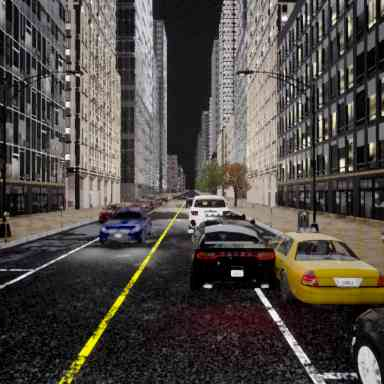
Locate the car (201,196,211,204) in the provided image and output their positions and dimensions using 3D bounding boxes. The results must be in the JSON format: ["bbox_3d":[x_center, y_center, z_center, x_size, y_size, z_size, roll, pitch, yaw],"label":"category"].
[{"bbox_3d":[2.753,1.451,64.817,1.752,1.417,4.829,1,0,0],"label":"car"}]

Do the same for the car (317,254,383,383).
[{"bbox_3d":[2.697,1.551,2.222,2.008,1.369,4.403,0,0,0],"label":"car"}]

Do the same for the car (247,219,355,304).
[{"bbox_3d":[2.702,1.524,8.069,1.752,1.417,4.829,0,0,0],"label":"car"}]

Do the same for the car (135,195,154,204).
[{"bbox_3d":[-5.652,1.416,36.293,1.967,1.590,4.097,0,0,0],"label":"car"}]

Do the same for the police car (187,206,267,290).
[{"bbox_3d":[0.907,1.424,9.246,1.930,1.638,5.238,0,0,0],"label":"police car"}]

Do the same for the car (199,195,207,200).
[{"bbox_3d":[2.773,1.410,87.346,1.887,1.381,4.507,1,0,0],"label":"car"}]

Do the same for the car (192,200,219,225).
[{"bbox_3d":[0.921,1.466,25.136,1.882,1.535,5.008,0,0,0],"label":"car"}]

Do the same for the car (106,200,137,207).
[{"bbox_3d":[-5.663,1.533,24.940,1.887,1.381,4.507,0,0,0],"label":"car"}]

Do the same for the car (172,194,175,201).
[{"bbox_3d":[-5.617,1.338,76.021,1.967,1.590,4.097,1,0,0],"label":"car"}]

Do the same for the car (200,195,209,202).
[{"bbox_3d":[2.763,1.463,75.996,1.947,1.339,4.313,1,0,0],"label":"car"}]

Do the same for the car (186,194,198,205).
[{"bbox_3d":[0.051,1.289,59.590,2.097,1.767,4.553,0,0,0],"label":"car"}]

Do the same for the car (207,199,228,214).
[{"bbox_3d":[2.727,1.542,36.273,1.947,1.339,4.313,0,0,0],"label":"car"}]

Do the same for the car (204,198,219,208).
[{"bbox_3d":[2.737,1.542,47.622,1.802,1.307,4.206,1,0,0],"label":"car"}]

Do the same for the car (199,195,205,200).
[{"bbox_3d":[2.778,1.430,93.019,1.802,1.307,4.206,1,0,0],"label":"car"}]

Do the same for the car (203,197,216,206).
[{"bbox_3d":[2.743,1.532,53.297,1.802,1.307,4.206,1,0,0],"label":"car"}]

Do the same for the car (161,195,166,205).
[{"bbox_3d":[-5.638,1.532,53.318,1.802,1.307,4.206,1,0,0],"label":"car"}]

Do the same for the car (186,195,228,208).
[{"bbox_3d":[0.916,1.218,19.166,2.150,2.045,5.566,0,0,0],"label":"car"}]

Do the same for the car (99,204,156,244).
[{"bbox_3d":[-2.987,1.521,15.823,1.812,1.442,4.674,0,0,0],"label":"car"}]

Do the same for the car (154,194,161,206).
[{"bbox_3d":[-5.646,1.284,41.968,2.192,1.841,5.009,0,0,0],"label":"car"}]

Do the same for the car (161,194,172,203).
[{"bbox_3d":[-5.626,1.241,64.670,2.192,1.841,5.009,1,0,0],"label":"car"}]
